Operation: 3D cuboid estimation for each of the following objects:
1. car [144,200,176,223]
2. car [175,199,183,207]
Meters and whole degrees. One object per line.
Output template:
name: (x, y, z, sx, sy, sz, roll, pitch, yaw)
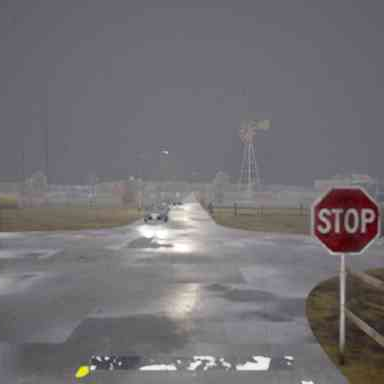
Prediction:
car: (-2.787, 1.676, 27.487, 2.128, 1.511, 4.902, 0, 0, 1)
car: (-2.753, 2.067, 63.888, 2.033, 1.411, 5.357, 0, -1, 0)
